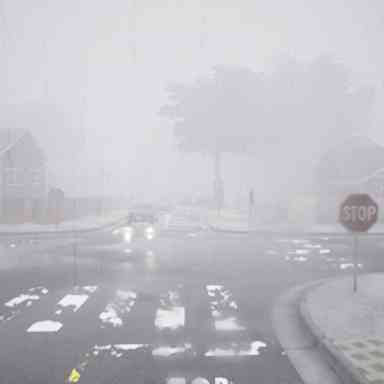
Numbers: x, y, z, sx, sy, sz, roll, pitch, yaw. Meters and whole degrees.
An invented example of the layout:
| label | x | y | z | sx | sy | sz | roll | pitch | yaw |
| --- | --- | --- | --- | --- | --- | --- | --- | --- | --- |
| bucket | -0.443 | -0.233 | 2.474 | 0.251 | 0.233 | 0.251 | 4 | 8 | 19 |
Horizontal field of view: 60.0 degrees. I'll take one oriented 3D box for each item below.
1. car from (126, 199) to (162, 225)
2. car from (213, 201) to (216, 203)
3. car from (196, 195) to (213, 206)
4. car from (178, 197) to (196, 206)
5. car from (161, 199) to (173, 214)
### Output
| label | x | y | z | sx | sy | sz | roll | pitch | yaw |
| --- | --- | --- | --- | --- | --- | --- | --- | --- | --- |
| car | -3.530 | 1.515 | 24.399 | 1.837 | 1.490 | 4.892 | 0 | 0 | 0 |
| car | 3.756 | 1.430 | 66.375 | 2.097 | 1.767 | 4.553 | 1 | 0 | 13 |
| car | 1.898 | 1.429 | 56.632 | 2.097 | 1.767 | 4.553 | 0 | 0 | 10 |
| car | -1.071 | 1.563 | 55.555 | 1.837 | 1.490 | 4.892 | 0 | -1 | 10 |
| car | -3.177 | 1.504 | 36.349 | 1.882 | 1.535 | 5.008 | 0 | 0 | 4 |
